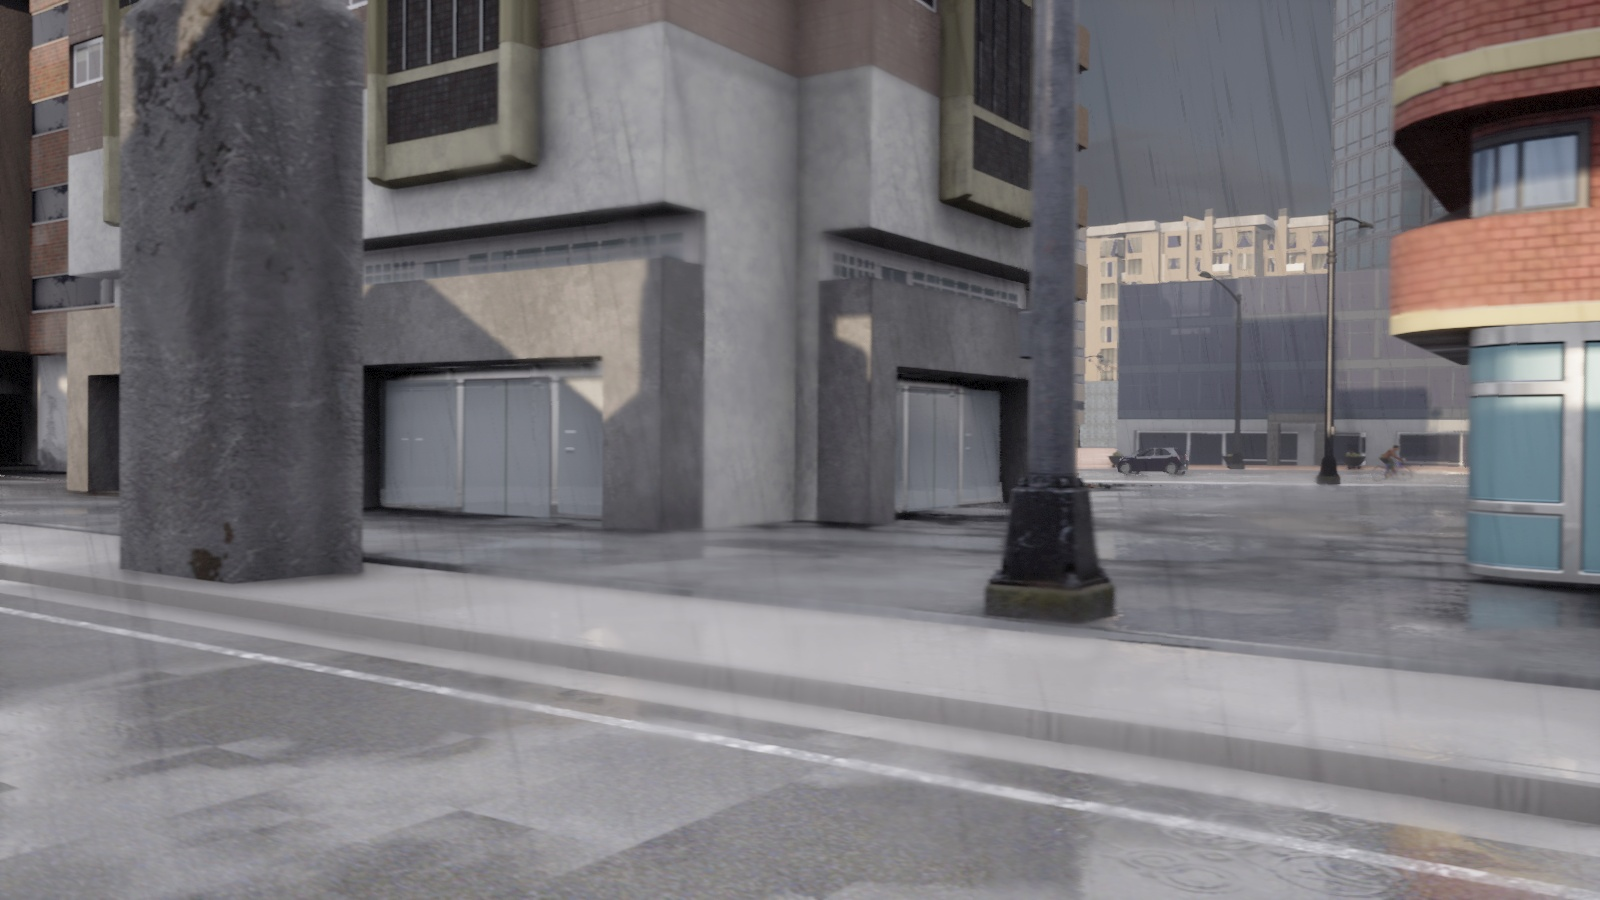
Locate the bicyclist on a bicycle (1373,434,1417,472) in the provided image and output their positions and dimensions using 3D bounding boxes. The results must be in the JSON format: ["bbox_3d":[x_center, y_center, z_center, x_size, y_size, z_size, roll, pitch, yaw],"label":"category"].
[{"bbox_3d":[25.965,0.133,54.823,1.656,1.620,0.582,-1,1,33],"label":"bicyclist on a bicycle"}]

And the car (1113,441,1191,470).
[{"bbox_3d":[19.005,0.290,67.804,3.633,1.501,1.845,-1,0,33],"label":"car"}]
